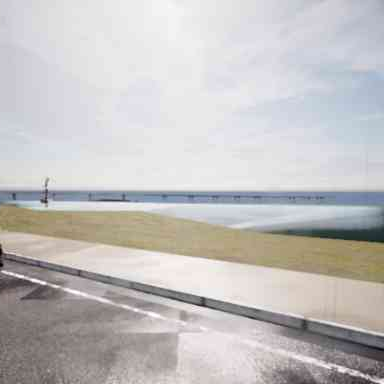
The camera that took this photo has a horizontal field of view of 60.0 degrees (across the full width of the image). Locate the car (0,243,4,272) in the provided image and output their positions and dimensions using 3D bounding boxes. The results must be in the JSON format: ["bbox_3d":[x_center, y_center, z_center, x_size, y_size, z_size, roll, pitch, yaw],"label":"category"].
[{"bbox_3d":[-6.653,1.473,8.435,4.902,1.511,2.128,0,0,36],"label":"car"}]
